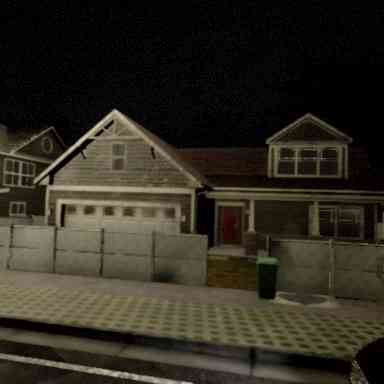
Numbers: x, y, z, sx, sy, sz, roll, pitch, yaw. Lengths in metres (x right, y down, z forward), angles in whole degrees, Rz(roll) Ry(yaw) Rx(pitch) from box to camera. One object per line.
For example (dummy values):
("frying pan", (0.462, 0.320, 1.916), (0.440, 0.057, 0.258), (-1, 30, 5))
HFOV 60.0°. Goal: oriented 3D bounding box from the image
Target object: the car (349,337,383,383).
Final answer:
("car", (3.934, 1.776, 2.637), (4.892, 1.490, 1.837), (1, -3, 13))
